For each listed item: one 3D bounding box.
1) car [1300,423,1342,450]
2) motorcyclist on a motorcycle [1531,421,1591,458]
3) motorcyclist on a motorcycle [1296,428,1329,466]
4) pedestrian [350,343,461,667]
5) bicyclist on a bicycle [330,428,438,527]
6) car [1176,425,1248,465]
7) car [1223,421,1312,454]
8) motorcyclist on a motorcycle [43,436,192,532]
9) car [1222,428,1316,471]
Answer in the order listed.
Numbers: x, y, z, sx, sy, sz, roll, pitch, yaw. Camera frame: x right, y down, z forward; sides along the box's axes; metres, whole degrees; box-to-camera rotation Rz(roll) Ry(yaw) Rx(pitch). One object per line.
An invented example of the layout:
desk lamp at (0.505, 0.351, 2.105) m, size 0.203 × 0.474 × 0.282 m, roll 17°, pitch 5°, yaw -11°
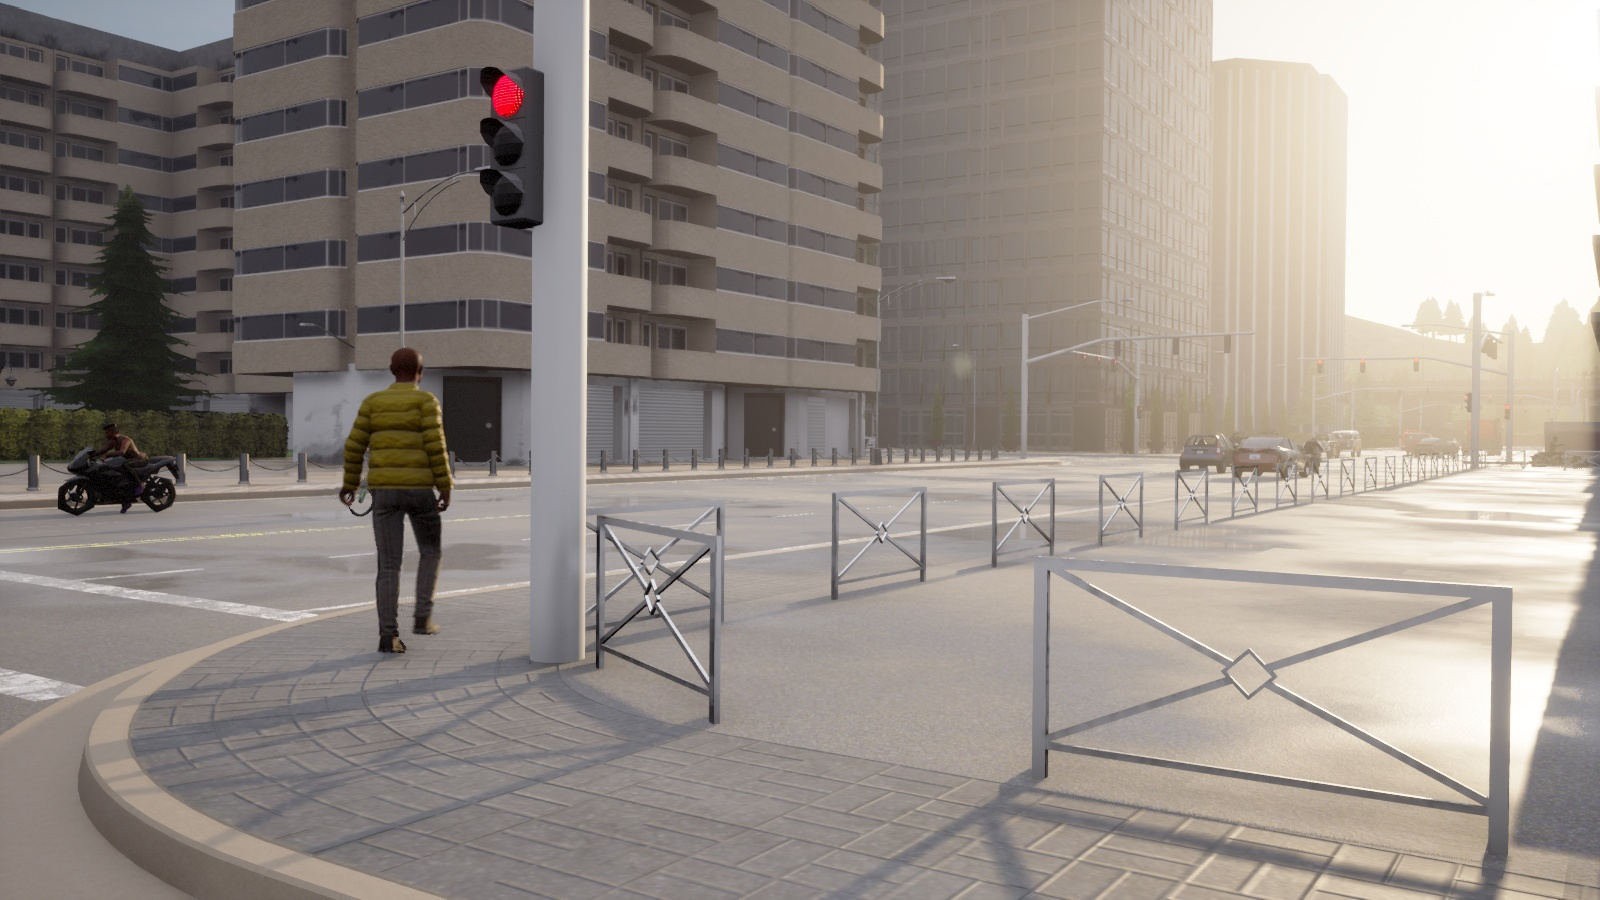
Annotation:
car at (36.743, -0.994, 88.571) m, size 1.932 × 1.855 × 4.605 m, roll 0°, pitch 1°, yaw 33°
motorcyclist on a motorcycle at (35.255, -0.487, 58.167) m, size 2.350 × 1.649 × 0.766 m, roll 0°, pitch 1°, yaw 33°
motorcyclist on a motorcycle at (21.191, -0.134, 51.919) m, size 0.866 × 1.530 × 2.191 m, roll 0°, pitch 1°, yaw 33°
pedestrian at (-2.336, 0.309, 7.495) m, size 0.370 × 1.835 × 0.726 m, roll 0°, pitch 1°, yaw 4°
bicyclist on a bicycle at (-7.076, 0.440, 21.409) m, size 0.866 × 1.612 × 1.509 m, roll 0°, pitch 1°, yaw 33°
car at (17.102, -0.236, 52.056) m, size 1.851 × 1.617 × 3.988 m, roll 0°, pitch 1°, yaw 33°
car at (27.368, -0.734, 73.547) m, size 4.605 × 1.855 × 1.932 m, roll -1°, pitch 1°, yaw -14°
motorcyclist on a motorcycle at (-11.443, 0.529, 21.112) m, size 0.797 × 1.523 × 2.044 m, roll 0°, pitch 1°, yaw 33°
car at (17.128, -0.048, 45.693) m, size 2.163 × 1.488 × 4.792 m, roll 0°, pitch 1°, yaw 33°
